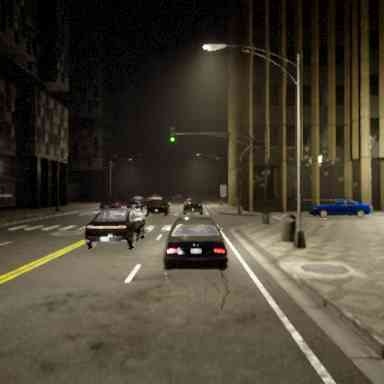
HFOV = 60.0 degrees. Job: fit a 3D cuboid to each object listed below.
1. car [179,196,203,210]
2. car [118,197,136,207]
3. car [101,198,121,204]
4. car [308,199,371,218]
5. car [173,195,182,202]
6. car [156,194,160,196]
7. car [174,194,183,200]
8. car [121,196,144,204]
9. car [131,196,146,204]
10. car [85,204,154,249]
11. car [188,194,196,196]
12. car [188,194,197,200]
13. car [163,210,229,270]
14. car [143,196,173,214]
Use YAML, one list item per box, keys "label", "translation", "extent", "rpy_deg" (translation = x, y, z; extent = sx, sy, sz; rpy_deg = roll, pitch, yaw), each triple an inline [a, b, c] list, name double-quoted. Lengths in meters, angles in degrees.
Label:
- label: "car"
  translation: [0.111, 1.458, 33.949]
  extent: [2.128, 1.511, 4.902]
  rpy_deg: [0, 0, 0]
- label: "car"
  translation: [-9.816, 1.448, 50.420]
  extent: [1.812, 1.442, 4.674]
  rpy_deg: [0, 0, 0]
- label: "car"
  translation: [-9.831, 1.476, 40.447]
  extent: [1.812, 1.442, 4.674]
  rpy_deg: [0, 0, 0]
- label: "car"
  translation: [12.545, 1.394, 28.459]
  extent: [5.008, 1.535, 1.882]
  rpy_deg: [0, 0, 1]
- label: "car"
  translation: [-3.225, 1.377, 70.866]
  extent: [2.128, 1.511, 4.902]
  rpy_deg: [0, 0, 0]
- label: "car"
  translation: [-6.515, 1.245, 59.518]
  extent: [2.097, 1.767, 4.553]
  rpy_deg: [0, 0, 0]
- label: "car"
  translation: [-3.222, 1.258, 80.937]
  extent: [1.895, 1.301, 4.718]
  rpy_deg: [0, 0, 0]
- label: "car"
  translation: [-6.584, 1.444, 39.834]
  extent: [2.128, 1.511, 4.902]
  rpy_deg: [0, 0, 0]
- label: "car"
  translation: [-9.745, 1.437, 60.907]
  extent: [2.033, 1.411, 5.357]
  rpy_deg: [0, 0, 0]
- label: "car"
  translation: [-3.146, 1.486, 14.452]
  extent: [2.128, 1.511, 4.902]
  rpy_deg: [0, 0, 0]
- label: "car"
  translation: [0.025, 1.351, 70.865]
  extent: [1.837, 1.490, 4.892]
  rpy_deg: [0, 0, 0]
- label: "car"
  translation: [0.028, 1.188, 80.916]
  extent: [2.128, 1.511, 4.902]
  rpy_deg: [0, 0, 0]
- label: "car"
  translation: [0.102, 1.544, 10.933]
  extent: [2.033, 1.411, 5.357]
  rpy_deg: [0, 0, 0]
- label: "car"
  translation: [-3.138, 1.447, 31.794]
  extent: [1.882, 1.535, 5.008]
  rpy_deg: [0, 0, 0]
